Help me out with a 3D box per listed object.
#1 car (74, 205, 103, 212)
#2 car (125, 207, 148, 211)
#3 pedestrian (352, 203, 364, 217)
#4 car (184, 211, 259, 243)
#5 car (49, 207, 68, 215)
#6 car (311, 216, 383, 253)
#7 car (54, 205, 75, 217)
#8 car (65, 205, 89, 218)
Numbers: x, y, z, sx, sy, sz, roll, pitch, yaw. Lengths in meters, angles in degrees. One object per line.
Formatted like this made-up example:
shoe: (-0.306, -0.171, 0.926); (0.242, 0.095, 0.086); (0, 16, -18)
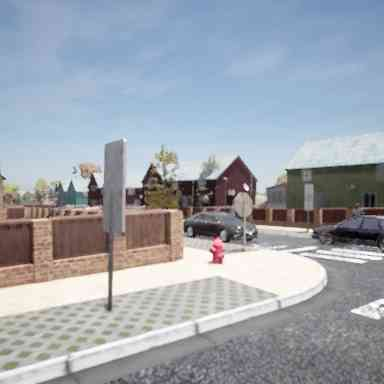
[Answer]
car: (-10.084, 2.347, 33.976); (1.882, 1.535, 5.008); (1, -2, -35)
car: (-4.284, 1.945, 25.940); (2.097, 1.767, 4.553); (1, -2, -36)
pedestrian: (8.842, 1.461, 17.781); (0.375, 1.860, 0.375); (0, 0, -36)
car: (1.433, 1.826, 17.981); (1.837, 1.490, 4.892); (1, -2, -35)
car: (-22.656, 3.244, 56.388); (1.895, 1.301, 4.718); (1, -2, -36)
car: (7.694, 1.732, 14.346); (2.033, 1.411, 5.357); (1, -3, -25)
car: (-16.162, 2.665, 42.458); (1.837, 1.490, 4.892); (1, -2, -35)
car: (-16.688, 2.710, 48.146); (2.097, 1.767, 4.553); (1, -2, -36)
